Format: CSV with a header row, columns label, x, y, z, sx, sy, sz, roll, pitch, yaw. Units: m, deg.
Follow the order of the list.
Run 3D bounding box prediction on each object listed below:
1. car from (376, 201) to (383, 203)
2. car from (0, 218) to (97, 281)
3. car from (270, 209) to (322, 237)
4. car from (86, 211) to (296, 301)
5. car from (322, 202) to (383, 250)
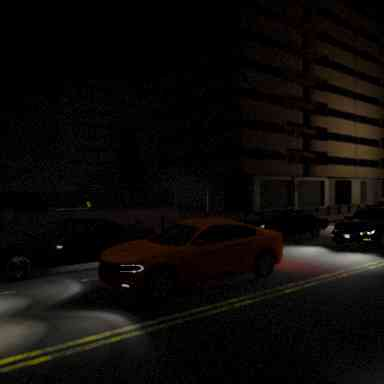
label,x,y,z,sx,sy,sz,roll,pitch,yaw
car,12.863,1.278,21.647,5.008,1.535,1.882,-1,0,-35
car,-3.540,1.520,10.064,5.357,1.411,2.033,-1,0,-35
car,4.286,1.491,15.617,4.718,1.301,1.895,-1,0,-35
car,0.188,1.434,8.416,5.008,1.535,1.882,-1,0,-35
car,7.753,1.381,13.782,4.892,1.490,1.837,-1,0,-35
